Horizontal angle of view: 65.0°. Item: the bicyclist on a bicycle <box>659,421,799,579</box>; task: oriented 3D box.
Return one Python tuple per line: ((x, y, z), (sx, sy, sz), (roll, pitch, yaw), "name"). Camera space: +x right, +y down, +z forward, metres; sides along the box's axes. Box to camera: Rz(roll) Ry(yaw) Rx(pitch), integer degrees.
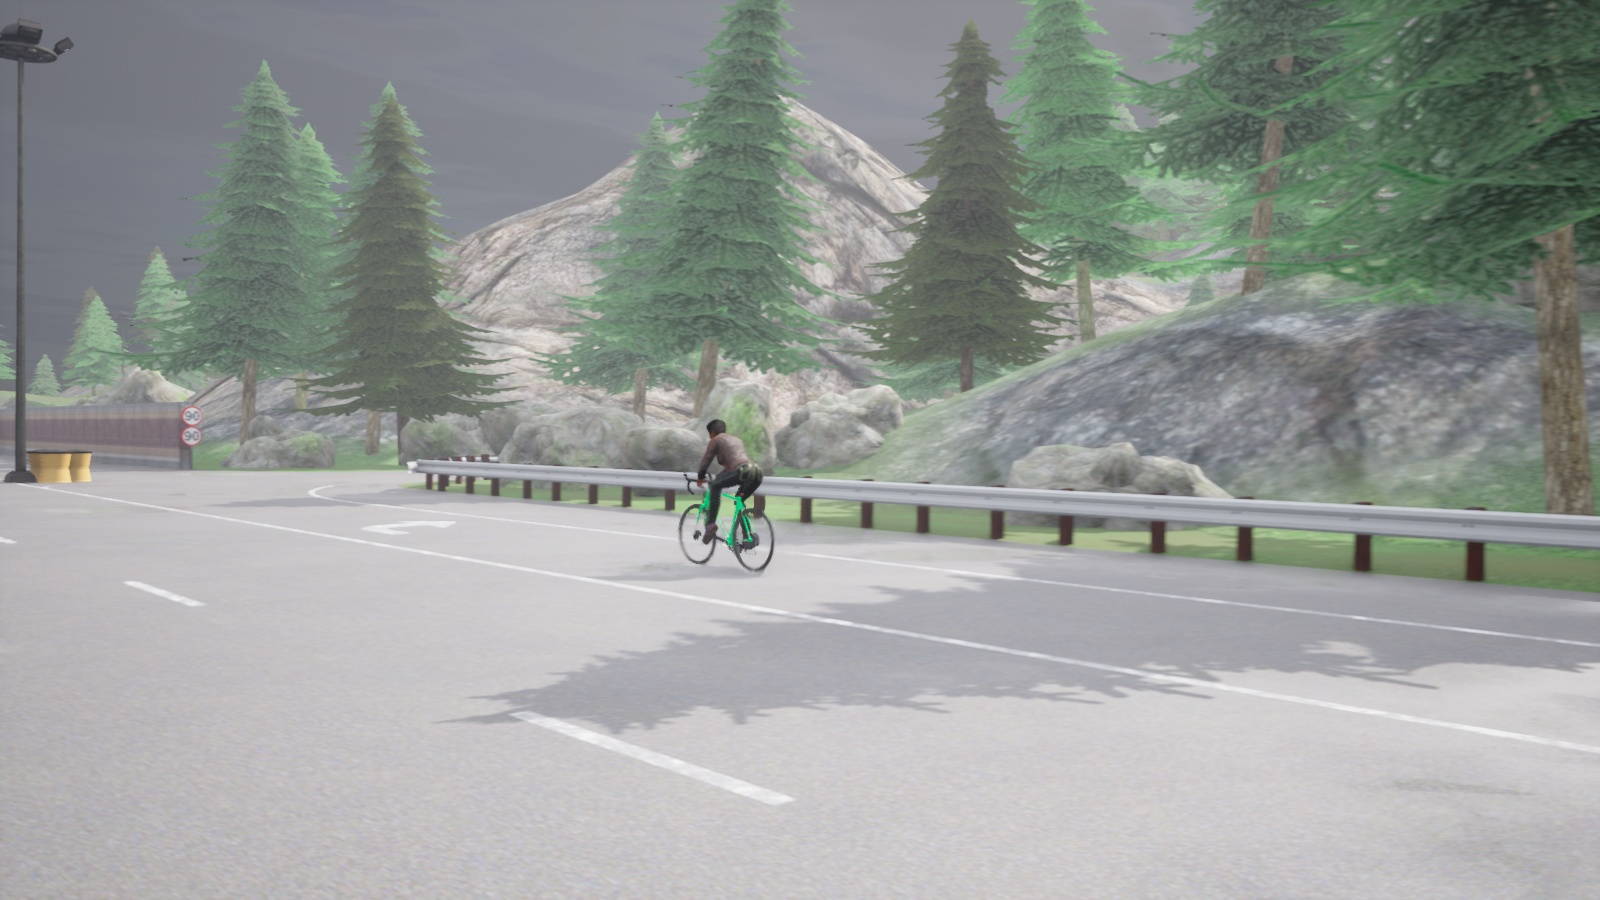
((-0.795, 0.505, 13.636), (0.582, 1.620, 1.656), (-1, 1, -42), "bicyclist on a bicycle")
